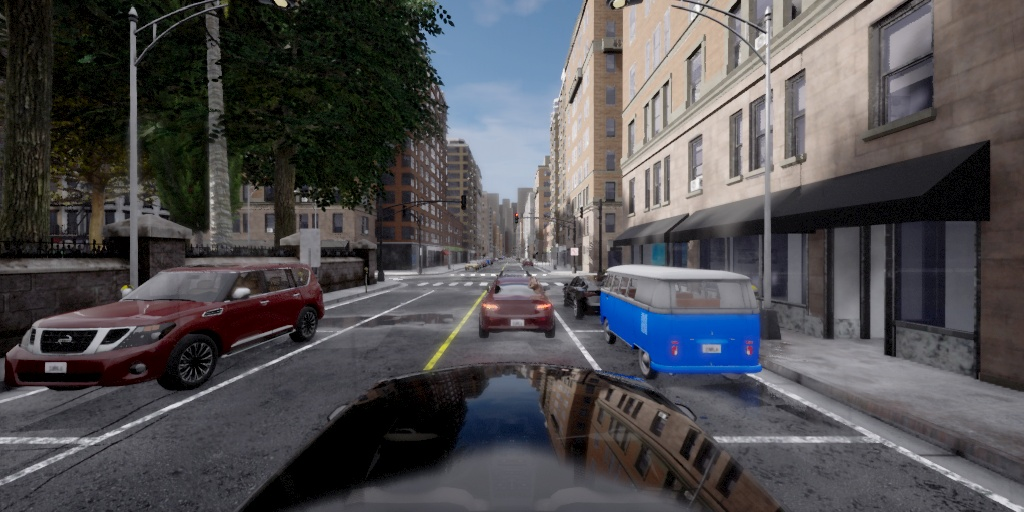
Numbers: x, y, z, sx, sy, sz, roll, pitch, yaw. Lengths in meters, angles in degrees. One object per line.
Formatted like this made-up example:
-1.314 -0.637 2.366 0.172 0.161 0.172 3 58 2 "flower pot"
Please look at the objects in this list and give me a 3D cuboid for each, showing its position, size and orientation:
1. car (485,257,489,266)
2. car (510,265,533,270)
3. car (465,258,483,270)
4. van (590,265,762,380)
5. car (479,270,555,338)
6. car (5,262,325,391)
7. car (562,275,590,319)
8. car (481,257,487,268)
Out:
-5.540 1.266 61.555 1.888 1.381 4.507 0 0 0 "car"
0.112 1.345 18.849 1.895 1.301 4.718 0 0 -1 "car"
-5.564 1.249 50.483 1.751 1.417 4.829 0 0 0 "car"
2.867 1.090 6.986 1.690 1.789 3.998 0 0 0 "van"
0.123 1.274 10.027 1.812 1.442 4.674 0 0 0 "car"
-5.657 1.064 6.965 2.192 1.841 5.009 0 0 0 "car"
2.880 1.313 12.647 1.948 1.339 4.313 0 0 0 "car"
-5.552 1.272 56.104 2.007 1.370 4.403 0 0 0 "car"
